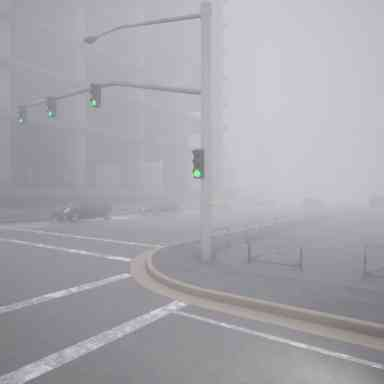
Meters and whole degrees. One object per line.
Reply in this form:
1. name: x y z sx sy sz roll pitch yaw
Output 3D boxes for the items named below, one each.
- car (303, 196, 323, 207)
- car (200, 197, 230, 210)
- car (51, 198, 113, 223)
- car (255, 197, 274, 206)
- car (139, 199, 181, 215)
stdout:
1. car: 18.539 1.422 50.907 1.882 1.535 5.008 0 0 35
2. car: 2.932 1.422 41.316 1.882 1.535 5.008 0 0 36
3. car: -8.343 1.296 25.419 2.097 1.767 4.553 0 0 36
4. car: 11.759 1.475 53.621 1.812 1.442 4.674 0 0 35
5. car: -3.078 1.436 32.843 2.128 1.511 4.902 0 0 35
